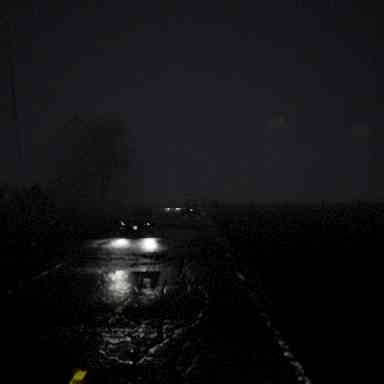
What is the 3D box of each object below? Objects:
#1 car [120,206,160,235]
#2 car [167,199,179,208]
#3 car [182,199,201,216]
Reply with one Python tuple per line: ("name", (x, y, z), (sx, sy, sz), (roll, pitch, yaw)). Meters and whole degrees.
("car", (-2.945, 1.624, 19.551), (1.837, 1.490, 4.892), (0, -1, 0))
("car", (-3.102, 1.829, 54.619), (1.882, 1.535, 5.008), (0, 0, 0))
("car", (-0.075, 1.782, 35.111), (1.994, 1.385, 4.181), (0, 0, 0))
